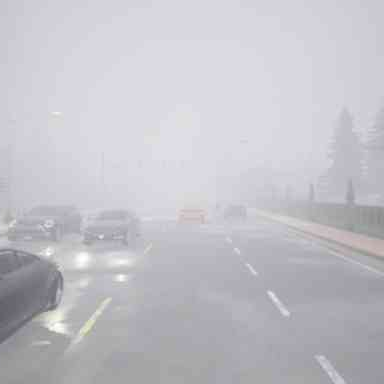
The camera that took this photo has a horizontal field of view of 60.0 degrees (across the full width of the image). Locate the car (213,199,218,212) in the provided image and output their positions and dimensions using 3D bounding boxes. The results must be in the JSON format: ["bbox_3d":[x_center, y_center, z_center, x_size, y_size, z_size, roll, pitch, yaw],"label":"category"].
[{"bbox_3d":[3.529,1.530,38.835,1.882,1.535,5.008,0,0,1],"label":"car"}]

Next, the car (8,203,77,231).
[{"bbox_3d":[-7.014,1.373,16.409,2.097,1.767,4.553,0,0,0],"label":"car"}]

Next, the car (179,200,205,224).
[{"bbox_3d":[-0.006,1.512,25.445,1.882,1.535,5.008,0,0,0],"label":"car"}]

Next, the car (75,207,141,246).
[{"bbox_3d":[-3.586,1.526,15.596,1.837,1.490,4.892,0,0,0],"label":"car"}]

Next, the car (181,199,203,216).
[{"bbox_3d":[-0.008,1.539,34.695,2.128,1.511,4.902,0,0,0],"label":"car"}]

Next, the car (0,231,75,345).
[{"bbox_3d":[-3.580,1.571,5.003,1.994,1.385,4.181,0,0,1],"label":"car"}]

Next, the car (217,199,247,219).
[{"bbox_3d":[3.590,1.517,29.282,1.882,1.535,5.008,0,0,0],"label":"car"}]
